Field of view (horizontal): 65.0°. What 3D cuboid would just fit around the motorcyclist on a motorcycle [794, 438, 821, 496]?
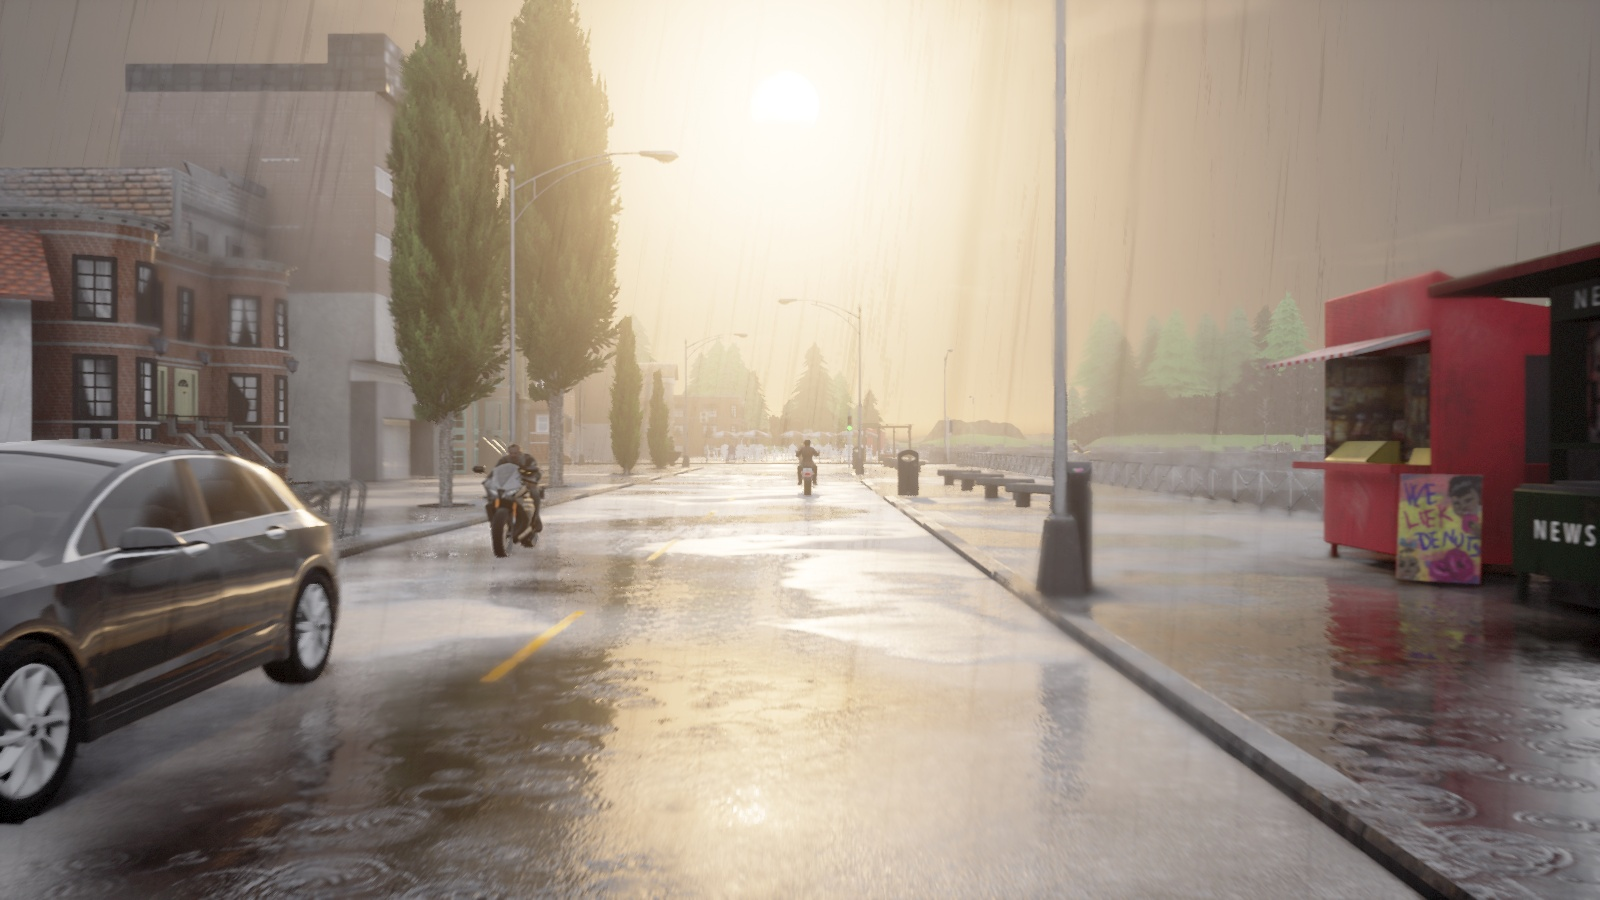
[{"bbox_3d":[0.220,0.488,37.009,0.766,1.649,2.350,0,0,0],"label":"motorcyclist on a motorcycle"}]

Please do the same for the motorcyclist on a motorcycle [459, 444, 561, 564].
[{"bbox_3d":[-3.891,0.682,17.057,0.866,1.530,2.191,0,0,0],"label":"motorcyclist on a motorcycle"}]

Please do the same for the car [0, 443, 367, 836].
[{"bbox_3d":[-3.949,0.713,6.299,1.837,1.490,4.892,0,0,0],"label":"car"}]
